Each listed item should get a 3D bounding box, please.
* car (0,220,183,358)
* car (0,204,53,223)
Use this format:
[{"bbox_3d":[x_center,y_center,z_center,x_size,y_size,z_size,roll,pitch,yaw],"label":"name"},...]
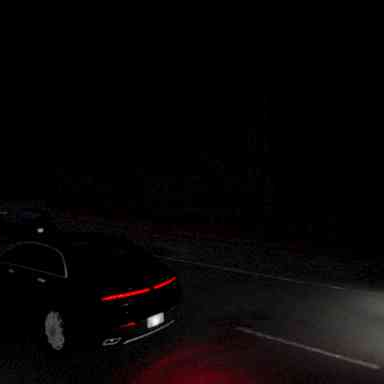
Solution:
[{"bbox_3d":[-2.371,1.510,6.108,4.892,1.490,1.837,0,0,39],"label":"car"},{"bbox_3d":[-8.367,1.525,16.595,1.812,1.442,4.674,0,0,-43],"label":"car"}]
